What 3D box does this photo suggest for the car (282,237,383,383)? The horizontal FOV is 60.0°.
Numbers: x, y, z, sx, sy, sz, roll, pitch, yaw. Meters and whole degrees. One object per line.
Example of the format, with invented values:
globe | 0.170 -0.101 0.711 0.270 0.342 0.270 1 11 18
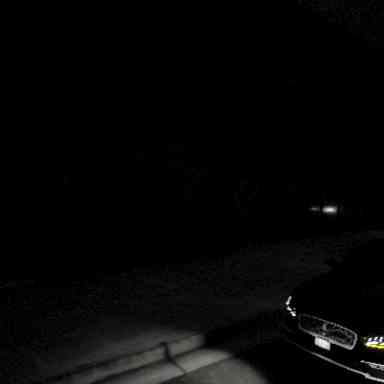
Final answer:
car | 3.488 1.505 5.230 4.892 1.490 1.837 0 0 -35
